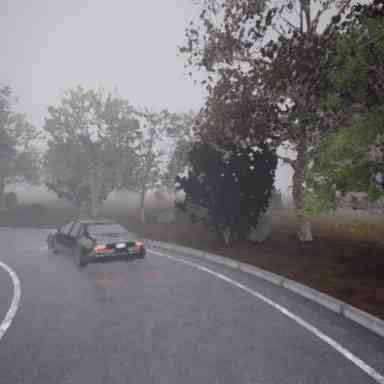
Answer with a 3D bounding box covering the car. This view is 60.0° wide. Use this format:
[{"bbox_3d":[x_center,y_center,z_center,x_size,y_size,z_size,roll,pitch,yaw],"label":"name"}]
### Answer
[{"bbox_3d":[-3.589,1.634,11.773,2.033,1.411,5.357,1,-1,-37],"label":"car"}]
